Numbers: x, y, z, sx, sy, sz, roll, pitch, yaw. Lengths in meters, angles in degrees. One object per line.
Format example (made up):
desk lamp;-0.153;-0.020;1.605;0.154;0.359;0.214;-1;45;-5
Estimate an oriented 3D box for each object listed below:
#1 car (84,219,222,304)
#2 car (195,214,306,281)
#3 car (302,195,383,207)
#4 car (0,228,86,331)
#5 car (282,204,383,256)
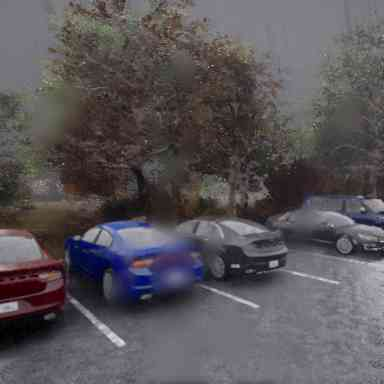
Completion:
car;-1.728;1.473;8.346;2.097;1.535;5.008;0;0;-35
car;0.571;1.468;9.986;2.231;1.521;4.892;0;0;-36
car;7.379;1.192;14.814;2.435;2.045;5.566;0;0;-36
car;-4.027;1.479;6.707;2.097;1.535;5.008;0;0;-36
car;5.161;1.453;13.275;2.231;1.521;4.892;0;0;-36
